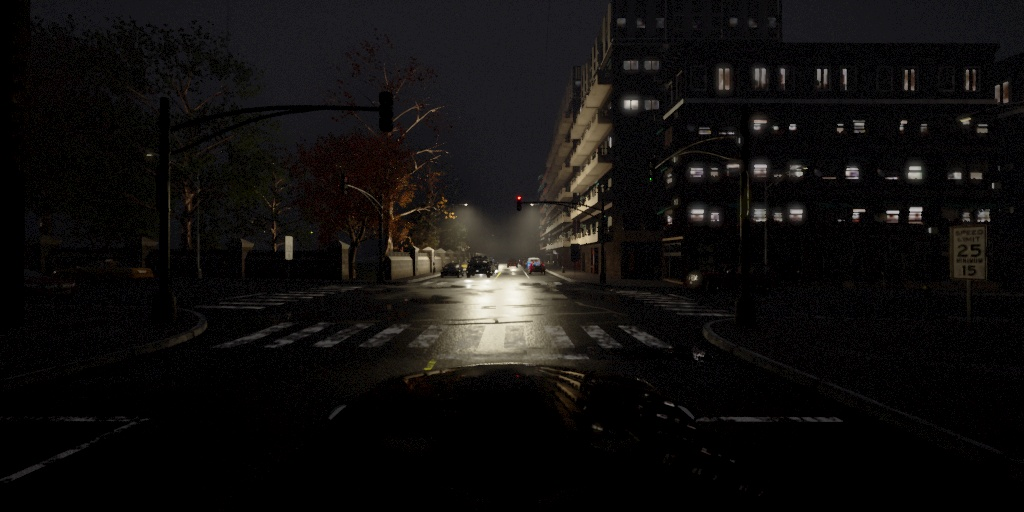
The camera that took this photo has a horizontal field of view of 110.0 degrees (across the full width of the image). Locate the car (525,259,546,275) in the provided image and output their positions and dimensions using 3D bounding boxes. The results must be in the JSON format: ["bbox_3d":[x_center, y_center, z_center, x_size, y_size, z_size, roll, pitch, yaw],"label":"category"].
[{"bbox_3d":[2.747,1.314,39.985,1.888,1.381,4.507,0,0,0],"label":"car"}]

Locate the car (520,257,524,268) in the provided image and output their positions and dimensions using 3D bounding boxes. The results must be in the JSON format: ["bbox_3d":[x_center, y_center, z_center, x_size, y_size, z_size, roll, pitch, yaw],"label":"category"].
[{"bbox_3d":[2.772,1.230,56.875,1.967,1.591,4.097,0,0,0],"label":"car"}]

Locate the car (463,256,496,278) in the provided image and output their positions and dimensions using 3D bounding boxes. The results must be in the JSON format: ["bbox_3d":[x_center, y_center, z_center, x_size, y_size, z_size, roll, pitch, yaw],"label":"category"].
[{"bbox_3d":[-3.037,0.986,34.654,2.150,2.045,5.566,0,0,1],"label":"car"}]

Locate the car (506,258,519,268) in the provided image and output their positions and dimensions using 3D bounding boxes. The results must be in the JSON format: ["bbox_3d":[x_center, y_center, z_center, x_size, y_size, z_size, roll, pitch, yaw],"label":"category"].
[{"bbox_3d":[0.090,1.304,62.659,1.837,1.490,4.892,0,0,0],"label":"car"}]

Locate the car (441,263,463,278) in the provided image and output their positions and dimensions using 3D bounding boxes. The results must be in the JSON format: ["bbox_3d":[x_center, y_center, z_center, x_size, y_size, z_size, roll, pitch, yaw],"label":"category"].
[{"bbox_3d":[-5.642,1.330,34.367,1.948,1.339,4.313,0,0,0],"label":"car"}]

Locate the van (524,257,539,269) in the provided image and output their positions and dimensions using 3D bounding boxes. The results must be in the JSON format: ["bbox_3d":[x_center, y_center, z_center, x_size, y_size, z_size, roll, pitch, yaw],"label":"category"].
[{"bbox_3d":[2.756,1.116,45.615,1.690,1.789,3.998,0,0,0],"label":"van"}]

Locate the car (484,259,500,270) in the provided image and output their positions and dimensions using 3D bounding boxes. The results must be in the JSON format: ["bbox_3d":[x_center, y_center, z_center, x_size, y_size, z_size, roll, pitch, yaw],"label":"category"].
[{"bbox_3d":[-3.010,1.279,55.005,2.128,1.511,4.902,0,0,0],"label":"car"}]

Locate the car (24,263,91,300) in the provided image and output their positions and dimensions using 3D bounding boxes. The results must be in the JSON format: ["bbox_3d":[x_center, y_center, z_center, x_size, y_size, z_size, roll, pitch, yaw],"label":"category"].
[{"bbox_3d":[-18.945,1.007,13.356,4.207,1.307,1.802,0,0,0],"label":"car"}]

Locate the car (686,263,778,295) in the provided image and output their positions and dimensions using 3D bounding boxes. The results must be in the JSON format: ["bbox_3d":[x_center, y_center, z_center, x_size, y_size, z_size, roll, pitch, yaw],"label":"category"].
[{"bbox_3d":[13.479,1.353,21.998,5.009,1.841,2.192,0,0,0],"label":"car"}]

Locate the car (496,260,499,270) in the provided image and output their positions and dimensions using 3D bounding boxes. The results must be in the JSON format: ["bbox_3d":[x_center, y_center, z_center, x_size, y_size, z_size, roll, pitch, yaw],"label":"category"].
[{"bbox_3d":[-3.034,1.322,44.906,2.033,1.411,5.357,0,0,0],"label":"car"}]

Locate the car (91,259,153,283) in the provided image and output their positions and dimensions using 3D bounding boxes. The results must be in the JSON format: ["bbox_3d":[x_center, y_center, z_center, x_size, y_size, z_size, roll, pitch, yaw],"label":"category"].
[{"bbox_3d":[-24.714,0.882,21.690,4.829,1.417,1.751,0,0,0],"label":"car"}]
